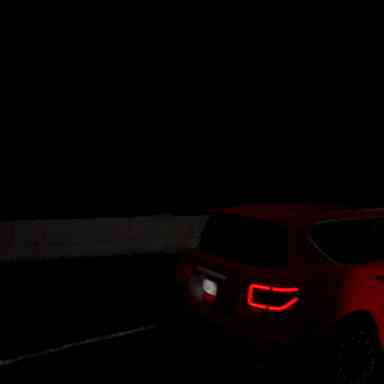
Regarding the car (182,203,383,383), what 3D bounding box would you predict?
[{"bbox_3d":[2.556,1.195,5.150,5.566,2.045,2.150,0,0,-29],"label":"car"}]
